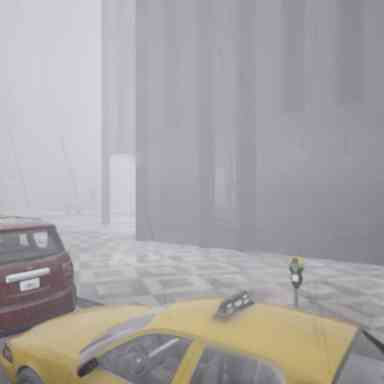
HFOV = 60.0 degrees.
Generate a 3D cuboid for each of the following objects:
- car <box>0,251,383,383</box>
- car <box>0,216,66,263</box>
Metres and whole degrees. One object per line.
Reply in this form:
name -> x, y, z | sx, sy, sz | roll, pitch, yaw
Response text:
car -> 0.135, 1.534, 2.861 | 4.829, 1.417, 1.752 | 0, 0, 35
car -> -4.148, 1.353, 5.908 | 5.009, 1.841, 2.192 | 0, 0, 35
